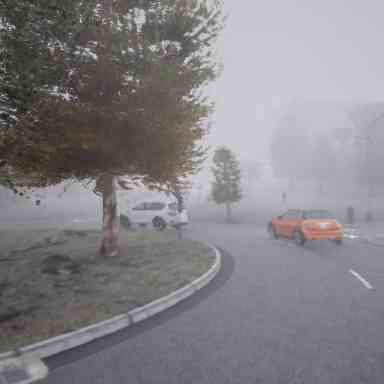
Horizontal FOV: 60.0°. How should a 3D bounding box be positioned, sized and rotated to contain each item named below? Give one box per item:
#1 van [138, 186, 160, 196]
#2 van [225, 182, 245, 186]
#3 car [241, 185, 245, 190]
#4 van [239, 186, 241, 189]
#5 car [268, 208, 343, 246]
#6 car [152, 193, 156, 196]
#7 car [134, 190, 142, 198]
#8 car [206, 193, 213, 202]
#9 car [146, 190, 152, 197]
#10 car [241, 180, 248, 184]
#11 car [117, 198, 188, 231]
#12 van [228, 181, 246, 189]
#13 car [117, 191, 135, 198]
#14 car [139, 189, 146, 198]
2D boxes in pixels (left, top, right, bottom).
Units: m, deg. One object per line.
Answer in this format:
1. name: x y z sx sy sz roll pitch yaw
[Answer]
1. van: -9.351 -0.278 72.422 4.442 1.987 1.878 -3 4 -10
2. van: 7.924 -0.384 68.426 4.442 1.987 1.878 -1 4 -8
3. car: 5.983 0.191 59.591 5.566 2.045 2.435 -1 4 -8
4. van: 5.526 0.413 56.690 4.442 1.987 1.878 -1 4 -8
5. car: 5.594 1.612 17.047 2.097 1.767 4.553 -1 -1 -9
6. car: -10.193 0.202 66.655 4.553 1.767 2.185 -3 4 -10
7. car: -11.667 0.938 57.963 4.792 1.488 2.163 -3 3 -10
8. car: 4.808 0.839 53.755 5.008 1.535 2.097 -1 4 -8
9. car: -10.741 0.553 63.753 4.792 1.488 2.163 -3 4 -10
10. car: 10.160 -1.205 80.190 5.566 2.045 2.435 -1 4 -9
11. car: -2.937 1.685 24.333 5.566 2.045 2.150 -1 -2 34
12. van: 12.395 -1.974 91.998 4.442 1.987 1.878 -1 3 -10
13. car: -12.186 1.143 55.054 4.674 1.452 2.002 -3 3 -10
14. car: -11.179 0.590 60.851 4.553 1.767 2.185 -3 4 -10
